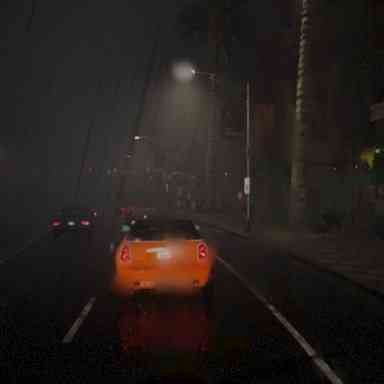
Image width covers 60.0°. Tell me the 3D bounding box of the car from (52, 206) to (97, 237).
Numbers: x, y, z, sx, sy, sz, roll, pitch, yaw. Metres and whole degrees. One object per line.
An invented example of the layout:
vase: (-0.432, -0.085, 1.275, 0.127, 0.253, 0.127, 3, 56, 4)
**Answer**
car: (-6.100, 1.465, 17.503, 2.033, 1.411, 5.357, 0, 0, -14)

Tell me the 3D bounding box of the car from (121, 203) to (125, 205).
car: (-2.781, 1.513, 18.492, 1.895, 1.301, 4.718, 0, 0, -14)

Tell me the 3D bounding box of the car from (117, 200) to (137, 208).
car: (-5.182, 1.396, 27.379, 1.812, 1.442, 4.674, 0, 0, -15)

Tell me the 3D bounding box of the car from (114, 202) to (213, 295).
car: (-0.802, 1.309, 8.853, 2.097, 1.767, 4.553, 0, 0, -7)
